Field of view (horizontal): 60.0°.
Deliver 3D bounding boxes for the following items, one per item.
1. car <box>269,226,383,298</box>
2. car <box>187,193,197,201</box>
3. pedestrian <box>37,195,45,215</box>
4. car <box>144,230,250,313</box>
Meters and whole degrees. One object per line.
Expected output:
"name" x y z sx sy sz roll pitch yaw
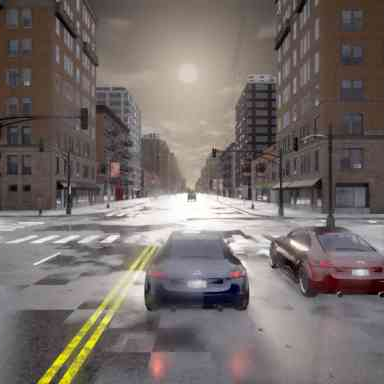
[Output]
"car" 3.335 1.564 8.581 1.994 1.385 4.181 0 0 0
"car" -0.026 1.212 80.278 2.150 2.045 5.566 0 0 0
"pedestrian" -14.152 1.170 31.080 0.375 1.860 0.375 0 0 0
"car" 0.085 1.564 7.762 1.994 1.385 4.181 0 0 0
